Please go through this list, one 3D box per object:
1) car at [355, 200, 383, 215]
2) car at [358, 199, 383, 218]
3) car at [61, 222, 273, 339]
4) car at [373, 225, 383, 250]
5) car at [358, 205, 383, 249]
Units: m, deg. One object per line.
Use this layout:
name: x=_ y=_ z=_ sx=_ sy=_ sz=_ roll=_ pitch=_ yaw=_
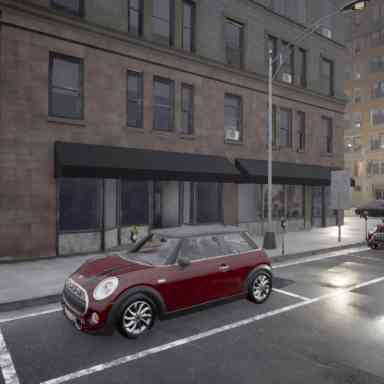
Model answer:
car: x=15.135 y=1.448 z=25.723 sx=1.812 sy=1.442 sz=4.674 roll=1 pitch=0 yaw=-36
car: x=17.117 y=1.448 z=28.523 sx=1.837 sy=1.490 sz=4.892 roll=1 pitch=0 yaw=-36
car: x=-0.351 y=1.441 z=6.513 sx=4.097 sy=1.590 sz=1.967 roll=0 pitch=0 yaw=-36
car: x=6.517 y=1.529 z=7.968 sx=4.674 sy=1.442 sz=1.812 roll=0 pitch=0 yaw=-35
car: x=8.581 y=1.445 z=12.910 sx=4.097 sy=1.590 sz=1.967 roll=0 pitch=0 yaw=-36
